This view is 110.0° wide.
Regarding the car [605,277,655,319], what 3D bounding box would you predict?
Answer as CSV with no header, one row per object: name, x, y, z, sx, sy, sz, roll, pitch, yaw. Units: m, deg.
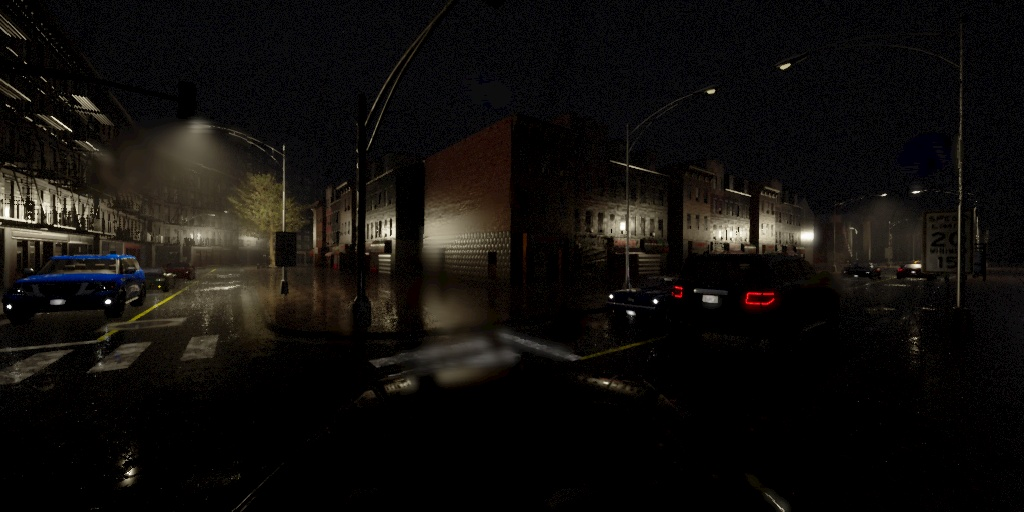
car,5.148,1.316,11.672,4.718,1.301,1.895,0,0,-38

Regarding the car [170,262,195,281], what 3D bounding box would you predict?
car,-28.003,1.239,30.079,1.882,1.535,5.008,0,0,-37

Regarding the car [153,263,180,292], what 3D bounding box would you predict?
car,-20.540,1.312,20.247,1.994,1.385,4.181,0,0,-37

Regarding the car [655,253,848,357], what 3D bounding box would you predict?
car,6.097,0.950,8.805,5.566,2.045,2.150,0,0,-37

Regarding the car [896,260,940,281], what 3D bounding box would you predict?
car,33.412,1.249,29.618,4.181,1.385,1.994,0,0,-37

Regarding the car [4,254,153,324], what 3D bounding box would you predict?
car,-14.580,0.963,12.404,2.150,2.045,5.566,0,0,-37

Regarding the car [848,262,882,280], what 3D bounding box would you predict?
car,29.781,1.222,30.424,5.357,1.411,2.033,0,0,-37
